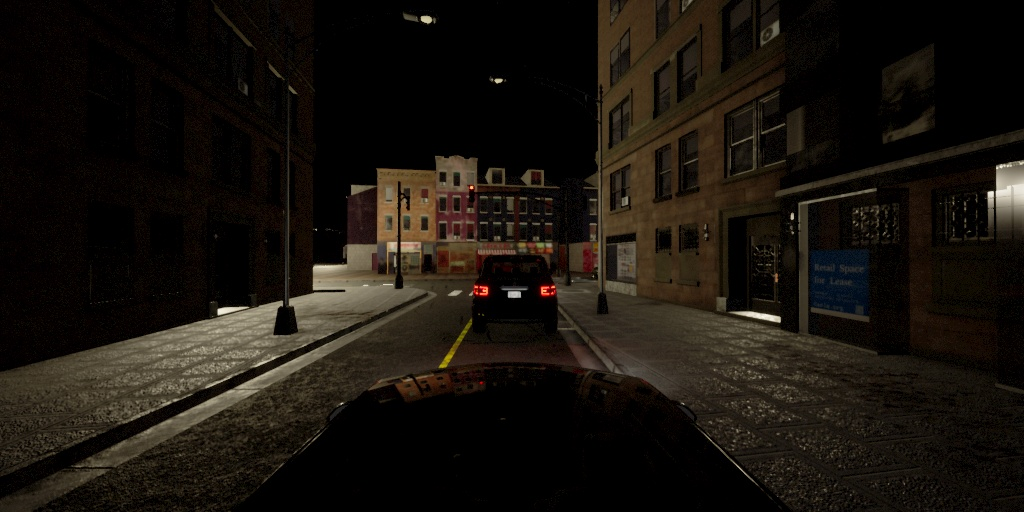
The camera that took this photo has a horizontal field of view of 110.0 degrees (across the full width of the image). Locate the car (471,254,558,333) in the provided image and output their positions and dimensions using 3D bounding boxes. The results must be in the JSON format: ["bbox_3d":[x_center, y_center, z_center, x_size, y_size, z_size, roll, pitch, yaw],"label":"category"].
[{"bbox_3d":[0.097,0.972,10.864,2.150,2.045,5.566,0,0,1],"label":"car"}]

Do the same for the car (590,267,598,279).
[{"bbox_3d":[8.889,1.089,29.869,4.553,1.767,2.097,0,0,-10],"label":"car"}]
